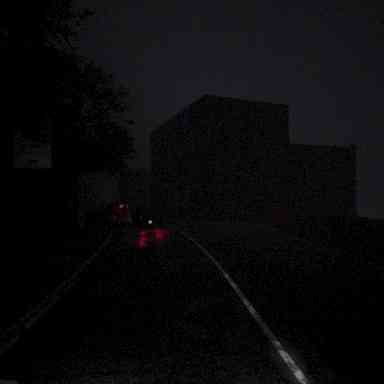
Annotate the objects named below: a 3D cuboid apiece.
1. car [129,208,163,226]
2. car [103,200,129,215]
[{"bbox_3d":[-3.484,1.834,25.350,1.895,1.301,4.718,0,-1,-15],"label":"car"},{"bbox_3d":[-9.069,1.777,40.414,2.097,1.767,4.553,0,-1,-24],"label":"car"}]
